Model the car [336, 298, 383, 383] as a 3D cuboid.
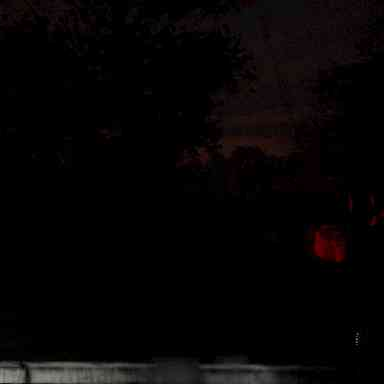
[{"bbox_3d":[3.903,1.179,1.944,5.566,2.045,2.150,0,1,4],"label":"car"}]
